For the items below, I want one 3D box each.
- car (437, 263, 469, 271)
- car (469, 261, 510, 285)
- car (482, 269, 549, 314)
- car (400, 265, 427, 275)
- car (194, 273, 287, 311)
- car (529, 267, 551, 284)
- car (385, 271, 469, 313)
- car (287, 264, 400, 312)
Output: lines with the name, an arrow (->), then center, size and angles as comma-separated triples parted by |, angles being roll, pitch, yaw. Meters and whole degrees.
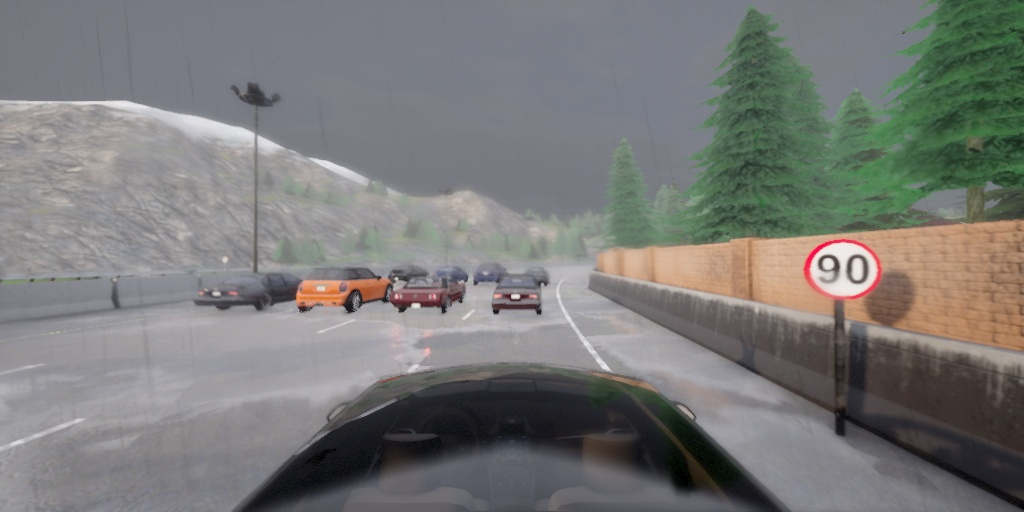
car -> -4.952, 1.525, 29.307 | 1.812, 1.442, 4.674 | 0, 0, 10
car -> -1.554, 1.346, 28.444 | 2.097, 1.767, 4.553 | 0, -1, 10
car -> 0.297, 1.415, 14.358 | 2.033, 1.411, 5.357 | 0, -1, 4
car -> -8.421, 1.508, 29.797 | 1.837, 1.490, 4.892 | 0, 0, 10
car -> -10.177, 1.409, 15.089 | 2.033, 1.411, 5.357 | 0, -1, 4
car -> 1.944, 1.561, 28.107 | 1.994, 1.385, 4.181 | 0, 0, 10
car -> -3.183, 1.467, 14.717 | 1.895, 1.301, 4.718 | 0, 0, 4
car -> -6.674, 1.215, 14.939 | 2.097, 1.767, 4.553 | 0, -1, 4
